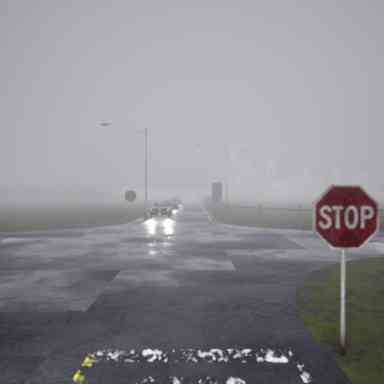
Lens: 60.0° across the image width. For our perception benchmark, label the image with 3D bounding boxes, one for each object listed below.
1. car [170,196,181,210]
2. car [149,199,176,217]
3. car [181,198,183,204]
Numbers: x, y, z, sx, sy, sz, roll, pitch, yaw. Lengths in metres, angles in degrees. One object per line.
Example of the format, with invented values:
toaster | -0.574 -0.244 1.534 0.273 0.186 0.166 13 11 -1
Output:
car | -2.751 1.523 42.225 1.994 1.385 4.181 0 0 0
car | -2.765 1.570 30.521 1.895 1.301 4.718 0 0 0
car | -2.681 1.454 57.493 1.837 1.490 4.892 0 0 0
